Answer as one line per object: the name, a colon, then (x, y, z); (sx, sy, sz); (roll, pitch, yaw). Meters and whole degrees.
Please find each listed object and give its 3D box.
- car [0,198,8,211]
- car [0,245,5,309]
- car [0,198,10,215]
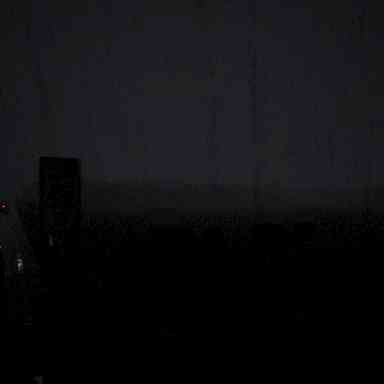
car: (-24.486, 1.533, 42.382); (1.812, 1.442, 4.674); (0, 0, -29)
car: (-4.732, 1.567, 6.377); (1.994, 1.385, 4.181); (0, 0, -29)
car: (-19.471, 1.537, 33.347); (1.812, 1.442, 4.674); (0, 0, -28)
